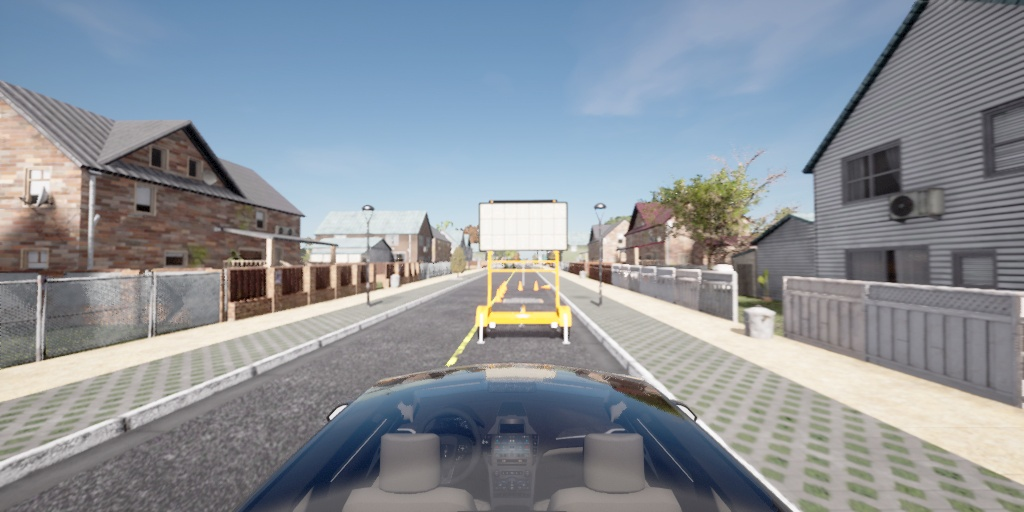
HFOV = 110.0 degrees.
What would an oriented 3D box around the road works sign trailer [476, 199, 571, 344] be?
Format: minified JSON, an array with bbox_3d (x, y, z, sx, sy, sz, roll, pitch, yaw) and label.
[{"bbox_3d":[0.318,0.274,9.804,2.380,3.560,2.880,0,0,2],"label":"road works sign trailer"}]
